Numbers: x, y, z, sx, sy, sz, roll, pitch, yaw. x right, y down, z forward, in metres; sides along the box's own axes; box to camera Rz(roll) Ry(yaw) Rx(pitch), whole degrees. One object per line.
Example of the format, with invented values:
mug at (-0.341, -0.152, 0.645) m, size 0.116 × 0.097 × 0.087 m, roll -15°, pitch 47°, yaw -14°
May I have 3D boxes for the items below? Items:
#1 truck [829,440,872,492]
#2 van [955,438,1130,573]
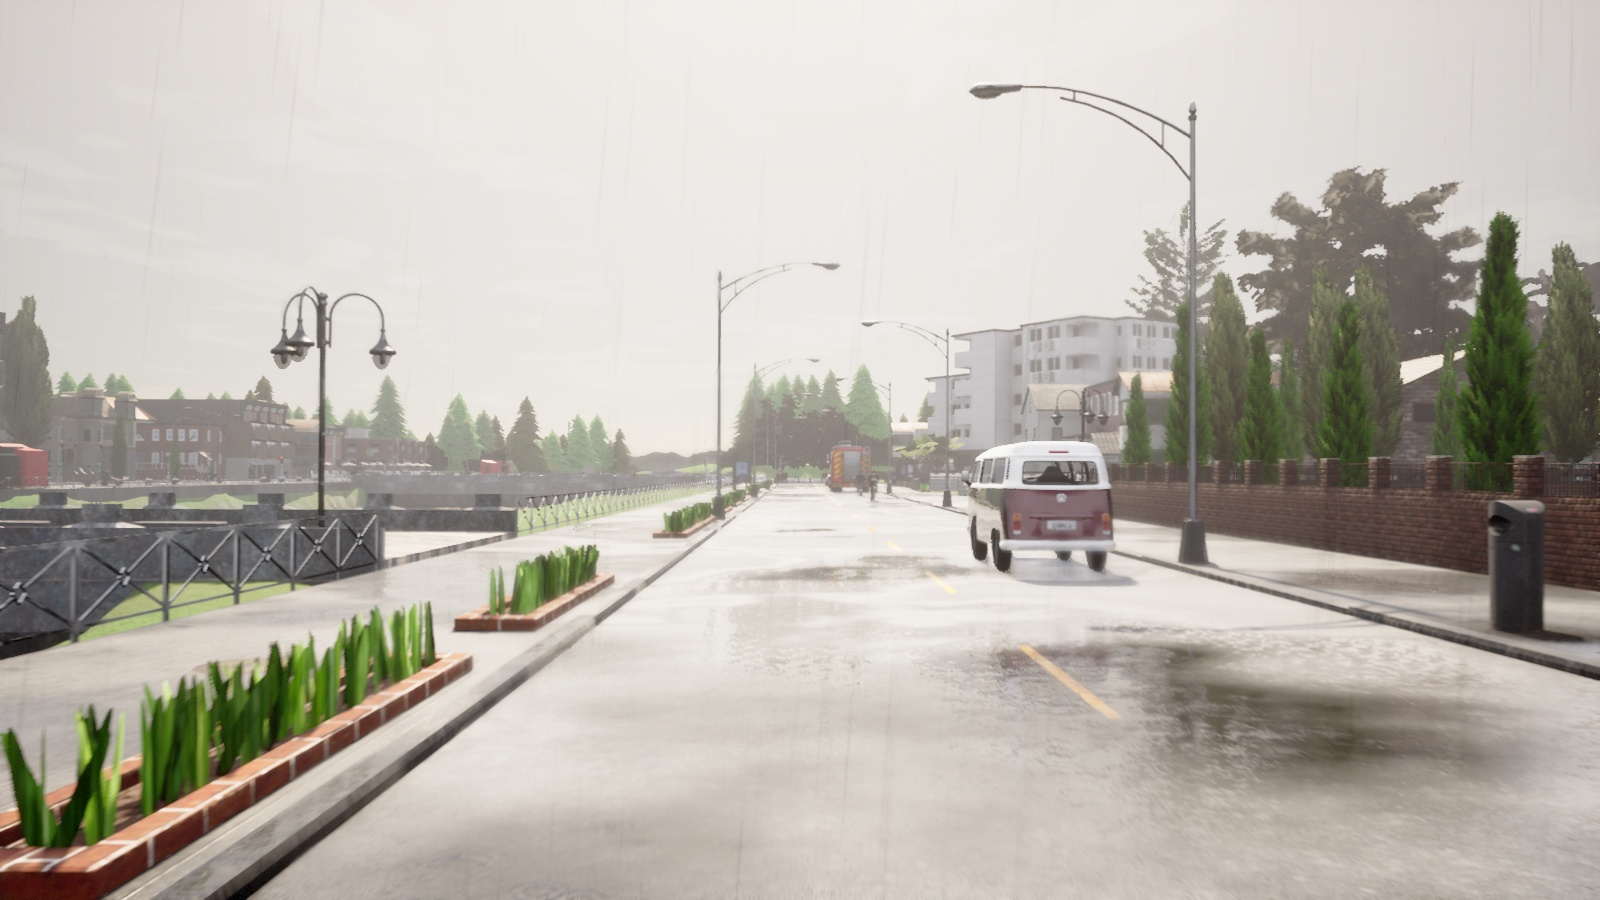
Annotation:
truck at (3.770, 1.242, 95.990) m, size 2.891 × 3.827 × 8.468 m, roll 0°, pitch -1°, yaw 0°
van at (3.949, 0.878, 21.251) m, size 2.069 × 2.038 × 4.480 m, roll 0°, pitch -1°, yaw 0°
